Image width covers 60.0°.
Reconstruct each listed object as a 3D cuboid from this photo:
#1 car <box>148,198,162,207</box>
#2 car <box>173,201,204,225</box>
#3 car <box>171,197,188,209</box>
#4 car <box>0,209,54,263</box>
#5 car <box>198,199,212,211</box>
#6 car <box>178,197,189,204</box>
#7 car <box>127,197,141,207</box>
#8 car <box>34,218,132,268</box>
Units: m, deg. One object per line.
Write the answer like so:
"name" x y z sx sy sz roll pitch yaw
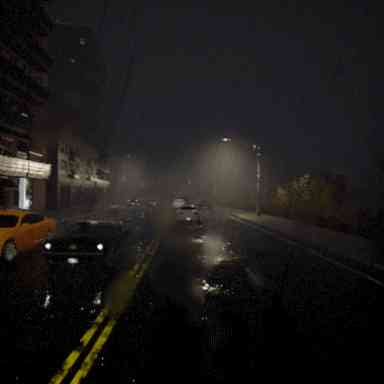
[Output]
"car" -5.953 1.667 53.629 2.128 1.511 4.902 1 0 -5
"car" -0.355 1.665 25.462 1.812 1.442 4.674 1 0 -3
"car" -1.848 1.746 46.609 1.812 1.442 4.674 1 0 -5
"car" -6.586 1.419 11.941 1.882 1.535 5.008 1 0 -1
"car" 1.559 1.781 45.022 1.837 1.490 4.892 1 -1 -5
"car" -1.955 1.842 74.067 1.837 1.490 4.892 1 0 -9
"car" -9.181 1.616 53.136 1.837 1.490 4.892 1 0 -5
"car" -3.319 1.603 11.387 1.895 1.301 4.718 1 0 -1
